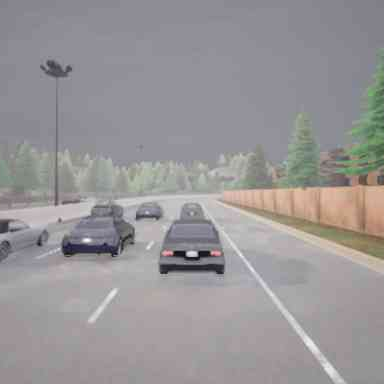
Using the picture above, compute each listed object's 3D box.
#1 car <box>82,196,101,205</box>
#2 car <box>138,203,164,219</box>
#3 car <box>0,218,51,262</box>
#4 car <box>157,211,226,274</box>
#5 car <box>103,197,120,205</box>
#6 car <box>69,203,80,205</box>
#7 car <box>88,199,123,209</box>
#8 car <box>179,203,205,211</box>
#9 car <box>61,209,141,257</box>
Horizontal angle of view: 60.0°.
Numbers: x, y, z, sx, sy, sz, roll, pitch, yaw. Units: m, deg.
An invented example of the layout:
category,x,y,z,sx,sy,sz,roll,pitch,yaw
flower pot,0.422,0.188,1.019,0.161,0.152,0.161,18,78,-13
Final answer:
category,x,y,z,sx,sy,sz,roll,pitch,yaw
car,-17.585,1.545,58.538,1.812,1.442,4.674,0,0,1
car,-3.478,1.574,27.921,1.994,1.385,4.181,0,0,0
car,-6.973,1.605,12.138,1.895,1.301,4.718,0,0,0
car,0.013,1.551,10.594,2.033,1.411,5.357,0,0,0
car,-14.089,1.583,58.648,1.994,1.385,4.181,0,0,1
car,-21.076,1.620,58.341,1.895,1.301,4.718,0,0,1
car,-6.981,1.501,27.749,2.128,1.511,4.902,0,0,0
car,0.001,1.557,25.627,2.033,1.411,5.357,0,0,0
car,-3.464,1.569,13.029,1.994,1.385,4.181,0,0,0
